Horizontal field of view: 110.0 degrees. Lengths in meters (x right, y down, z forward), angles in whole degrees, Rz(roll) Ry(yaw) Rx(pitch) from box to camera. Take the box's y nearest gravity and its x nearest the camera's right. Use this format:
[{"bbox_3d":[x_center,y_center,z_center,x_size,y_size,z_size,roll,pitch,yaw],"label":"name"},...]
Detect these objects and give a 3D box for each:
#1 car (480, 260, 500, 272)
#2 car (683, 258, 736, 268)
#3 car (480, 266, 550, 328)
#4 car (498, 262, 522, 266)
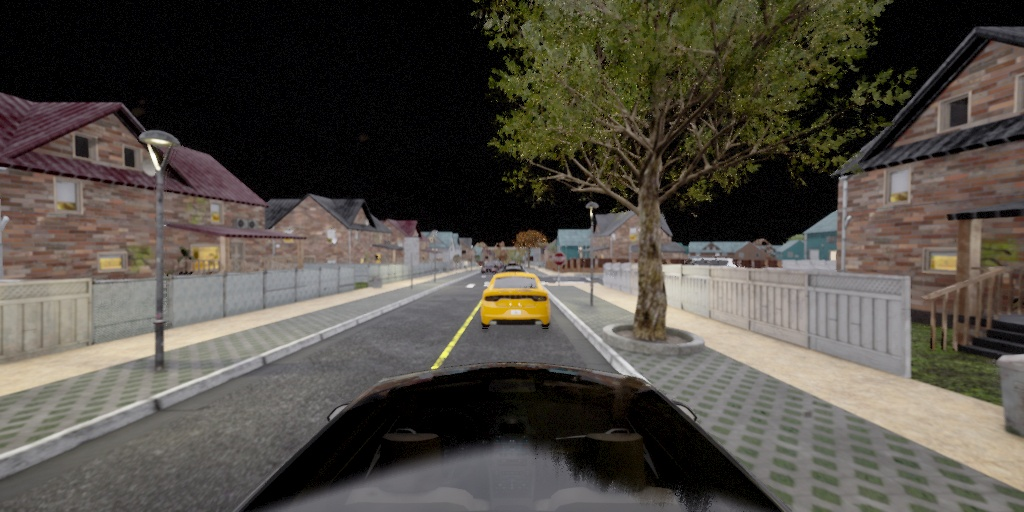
[{"bbox_3d":[-2.826,1.576,45.111,1.994,1.385,4.181,0,0,0],"label":"car"},{"bbox_3d":[16.566,1.182,31.530,5.566,2.045,2.150,0,2,10],"label":"car"},{"bbox_3d":[0.101,1.264,11.525,1.882,1.535,5.008,0,0,0],"label":"car"},{"bbox_3d":[0.116,1.427,28.792,1.837,1.490,4.892,0,0,0],"label":"car"}]
